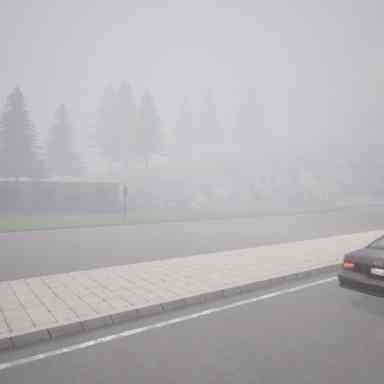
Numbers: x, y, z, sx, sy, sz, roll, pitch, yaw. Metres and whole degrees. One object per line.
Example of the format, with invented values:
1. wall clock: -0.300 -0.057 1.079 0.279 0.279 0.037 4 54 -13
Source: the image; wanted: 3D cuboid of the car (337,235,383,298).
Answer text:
1. car: 5.551 1.547 7.705 5.357 1.411 2.033 0 0 -35
